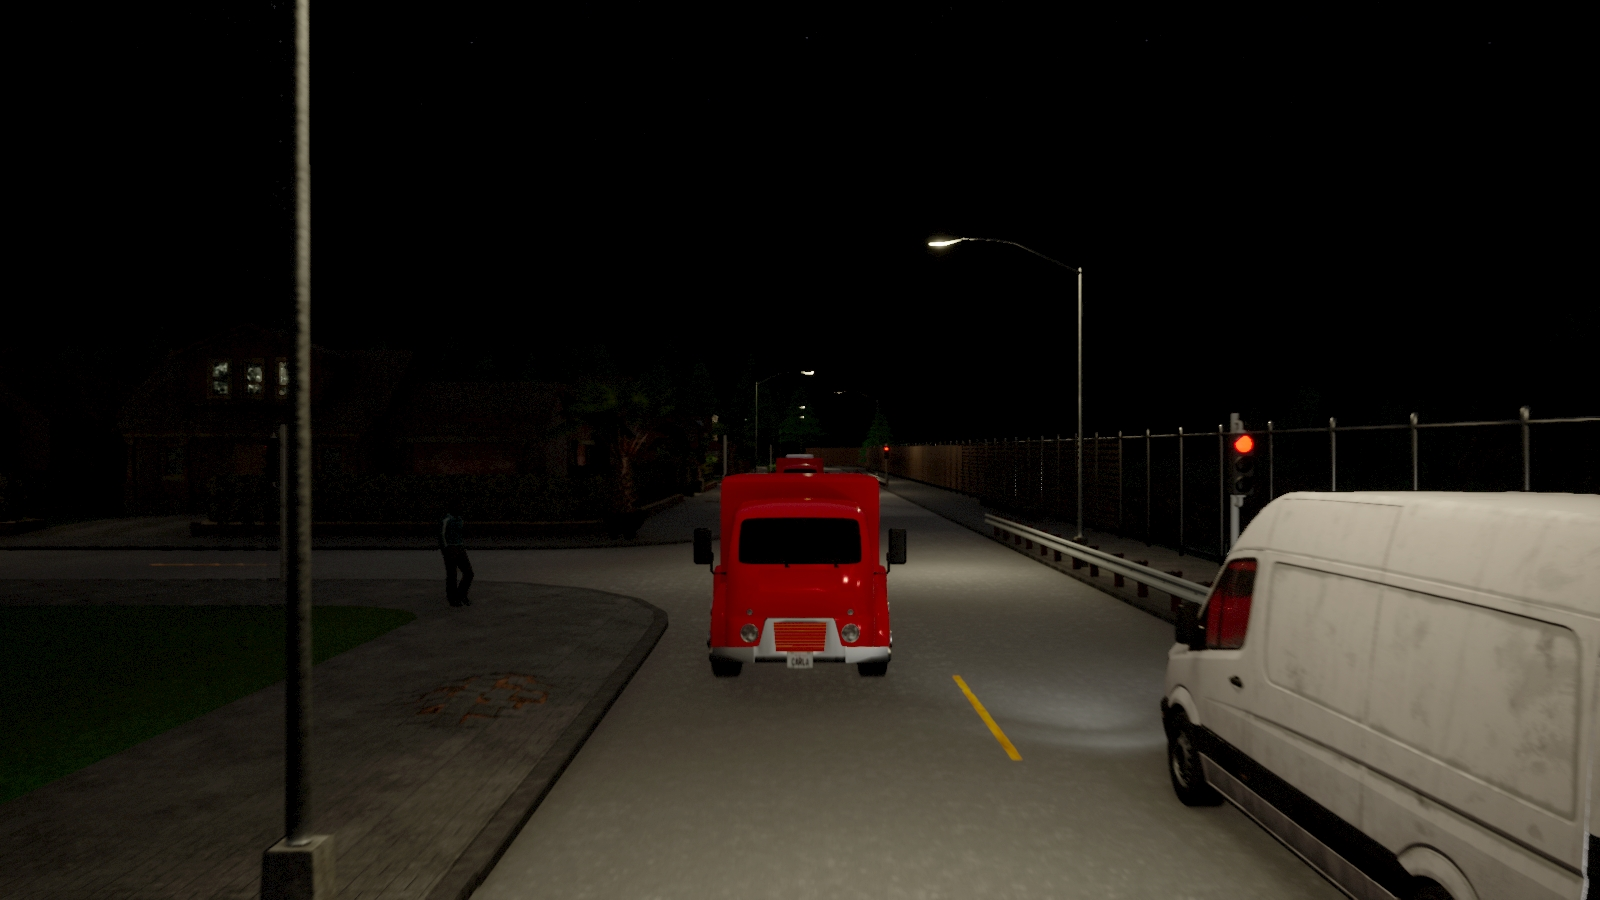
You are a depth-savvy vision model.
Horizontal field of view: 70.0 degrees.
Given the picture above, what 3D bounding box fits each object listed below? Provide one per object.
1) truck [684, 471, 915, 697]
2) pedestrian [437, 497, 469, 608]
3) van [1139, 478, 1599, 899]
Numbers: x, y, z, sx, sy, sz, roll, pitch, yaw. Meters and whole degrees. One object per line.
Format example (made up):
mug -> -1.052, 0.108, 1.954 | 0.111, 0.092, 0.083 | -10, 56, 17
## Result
truck -> -0.001, 1.568, 15.587 | 2.627, 2.467, 5.204 | 0, 0, 0
pedestrian -> -5.934, 1.738, 19.526 | 0.375, 1.860, 0.375 | 0, 0, 32
van -> 3.996, 1.535, 7.150 | 1.988, 2.561, 5.915 | 0, 0, 0
